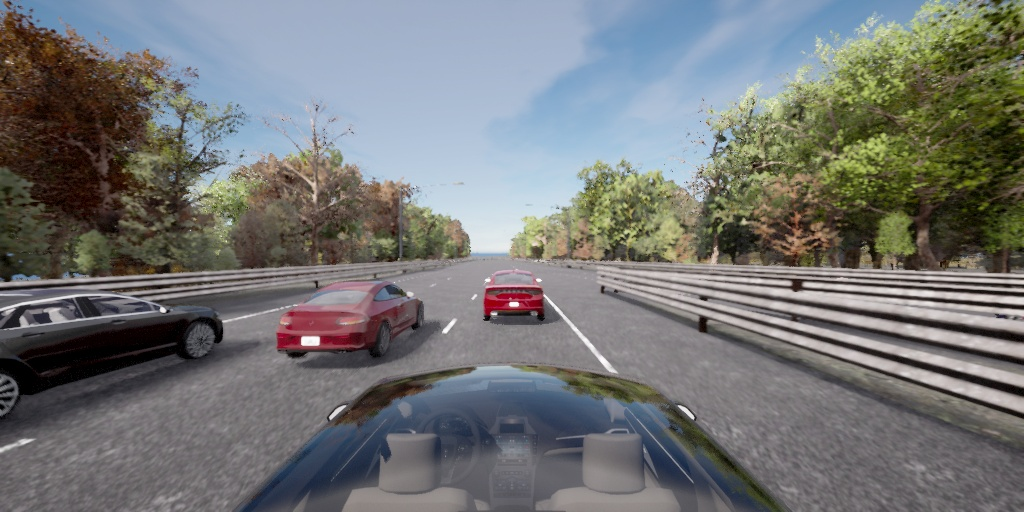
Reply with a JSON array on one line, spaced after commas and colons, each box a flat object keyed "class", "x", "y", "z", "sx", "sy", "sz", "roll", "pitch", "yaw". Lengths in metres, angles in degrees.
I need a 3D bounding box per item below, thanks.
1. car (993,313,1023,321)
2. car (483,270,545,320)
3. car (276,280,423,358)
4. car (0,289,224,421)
[{"class": "car", "x": 14.129, "y": 1.304, "z": 7.609, "sx": 2.163, "sy": 1.488, "sz": 4.792, "roll": 0, "pitch": 0, "yaw": -14}, {"class": "car", "x": 0.046, "y": 1.231, "z": 12.723, "sx": 1.882, "sy": 1.535, "sz": 5.008, "roll": 0, "pitch": 0, "yaw": 0}, {"class": "car", "x": -3.426, "y": 1.278, "z": 8.383, "sx": 1.812, "sy": 1.442, "sz": 4.674, "roll": 0, "pitch": 0, "yaw": 0}, {"class": "car", "x": -6.914, "y": 1.244, "z": 5.459, "sx": 2.128, "sy": 1.511, "sz": 4.902, "roll": 0, "pitch": 0, "yaw": 0}]
